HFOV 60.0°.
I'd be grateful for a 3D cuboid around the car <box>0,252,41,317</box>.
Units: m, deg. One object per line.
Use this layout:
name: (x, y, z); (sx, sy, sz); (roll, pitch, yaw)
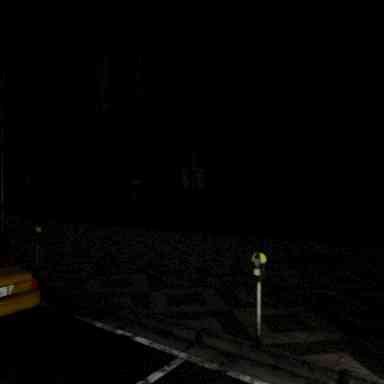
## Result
car: (-4.866, 1.527, 6.504); (4.829, 1.417, 1.752); (0, 0, 36)
